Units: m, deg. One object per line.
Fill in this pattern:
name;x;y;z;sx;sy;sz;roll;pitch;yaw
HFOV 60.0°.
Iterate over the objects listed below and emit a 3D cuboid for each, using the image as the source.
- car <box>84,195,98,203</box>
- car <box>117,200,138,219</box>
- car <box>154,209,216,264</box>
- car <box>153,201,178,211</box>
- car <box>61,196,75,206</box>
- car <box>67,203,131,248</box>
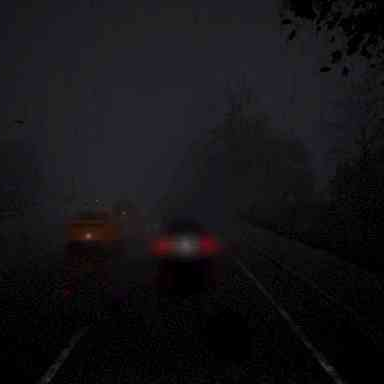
car;-16.490;1.321;54.275;2.097;1.767;4.553;0;0;-20
car;-5.808;1.497;28.780;1.837;1.490;4.892;0;0;-10
car;-0.313;1.546;11.749;2.033;1.411;5.357;0;0;-3
car;-2.339;1.488;29.241;2.128;1.511;4.902;0;0;-10
car;-20.222;1.463;54.294;1.837;1.490;4.892;0;0;-21
car;-4.048;1.473;14.852;1.882;1.535;5.008;0;0;-4
